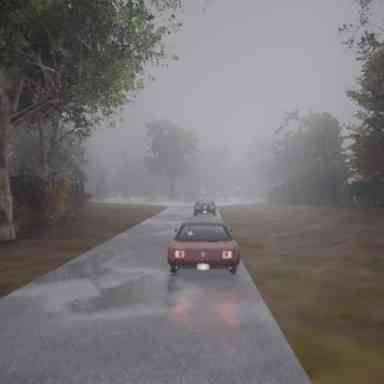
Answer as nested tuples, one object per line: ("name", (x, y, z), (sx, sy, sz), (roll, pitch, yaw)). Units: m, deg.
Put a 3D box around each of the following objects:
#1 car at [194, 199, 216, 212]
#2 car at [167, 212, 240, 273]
("car", (1.175, 1.309, 29.851), (1.895, 1.301, 4.718), (0, 1, 3))
("car", (0.361, 1.576, 10.621), (1.895, 1.301, 4.718), (0, 1, 2))
